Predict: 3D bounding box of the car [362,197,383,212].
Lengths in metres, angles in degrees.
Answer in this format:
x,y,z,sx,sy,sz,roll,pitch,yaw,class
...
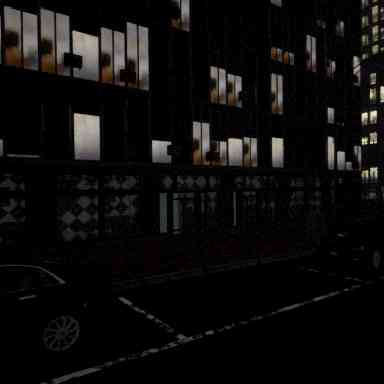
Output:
x,y,z,sx,sy,sz,roll,pitch,yaw,class
18.027,1.442,34.332,1.994,1.385,4.181,-1,1,-35,car

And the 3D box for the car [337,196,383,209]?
x,y,z,sx,sy,sz,roll,pitch,yaw,class
20.525,1.274,40.839,1.752,1.417,4.829,-1,1,-35,car

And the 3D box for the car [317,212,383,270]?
x,y,z,sx,sy,sz,roll,pitch,yaw,class
5.942,1.542,10.979,4.507,1.381,1.887,0,-1,-36,car

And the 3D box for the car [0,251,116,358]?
x,y,z,sx,sy,sz,roll,pitch,yaw,class
-3.230,1.551,4.398,4.403,1.369,2.008,0,-1,-36,car
